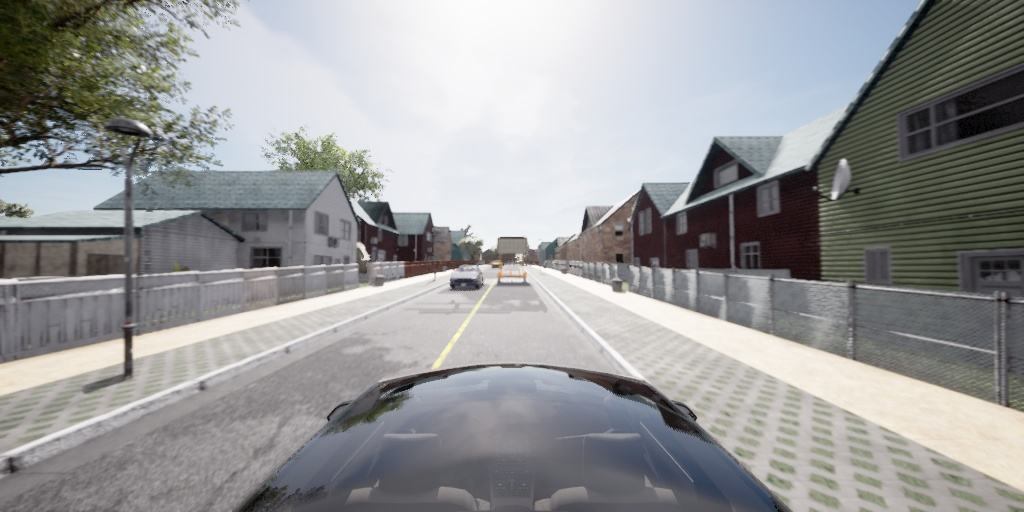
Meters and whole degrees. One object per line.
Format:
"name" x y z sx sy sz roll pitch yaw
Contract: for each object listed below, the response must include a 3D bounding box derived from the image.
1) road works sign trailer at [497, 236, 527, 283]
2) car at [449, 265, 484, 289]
"road works sign trailer" -0.004 0.251 28.226 2.380 3.560 2.880 0 0 1
"car" -2.849 1.321 23.661 2.033 1.411 5.357 0 0 0
